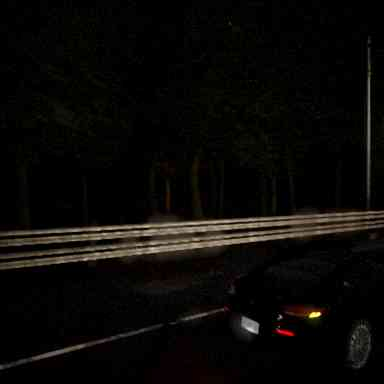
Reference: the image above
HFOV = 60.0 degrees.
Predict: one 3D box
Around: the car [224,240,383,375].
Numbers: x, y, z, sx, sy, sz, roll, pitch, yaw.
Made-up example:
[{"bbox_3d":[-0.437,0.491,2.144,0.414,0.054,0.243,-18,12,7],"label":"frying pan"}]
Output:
[{"bbox_3d":[2.621,1.566,5.623,4.674,1.442,1.812,1,0,-36],"label":"car"}]
